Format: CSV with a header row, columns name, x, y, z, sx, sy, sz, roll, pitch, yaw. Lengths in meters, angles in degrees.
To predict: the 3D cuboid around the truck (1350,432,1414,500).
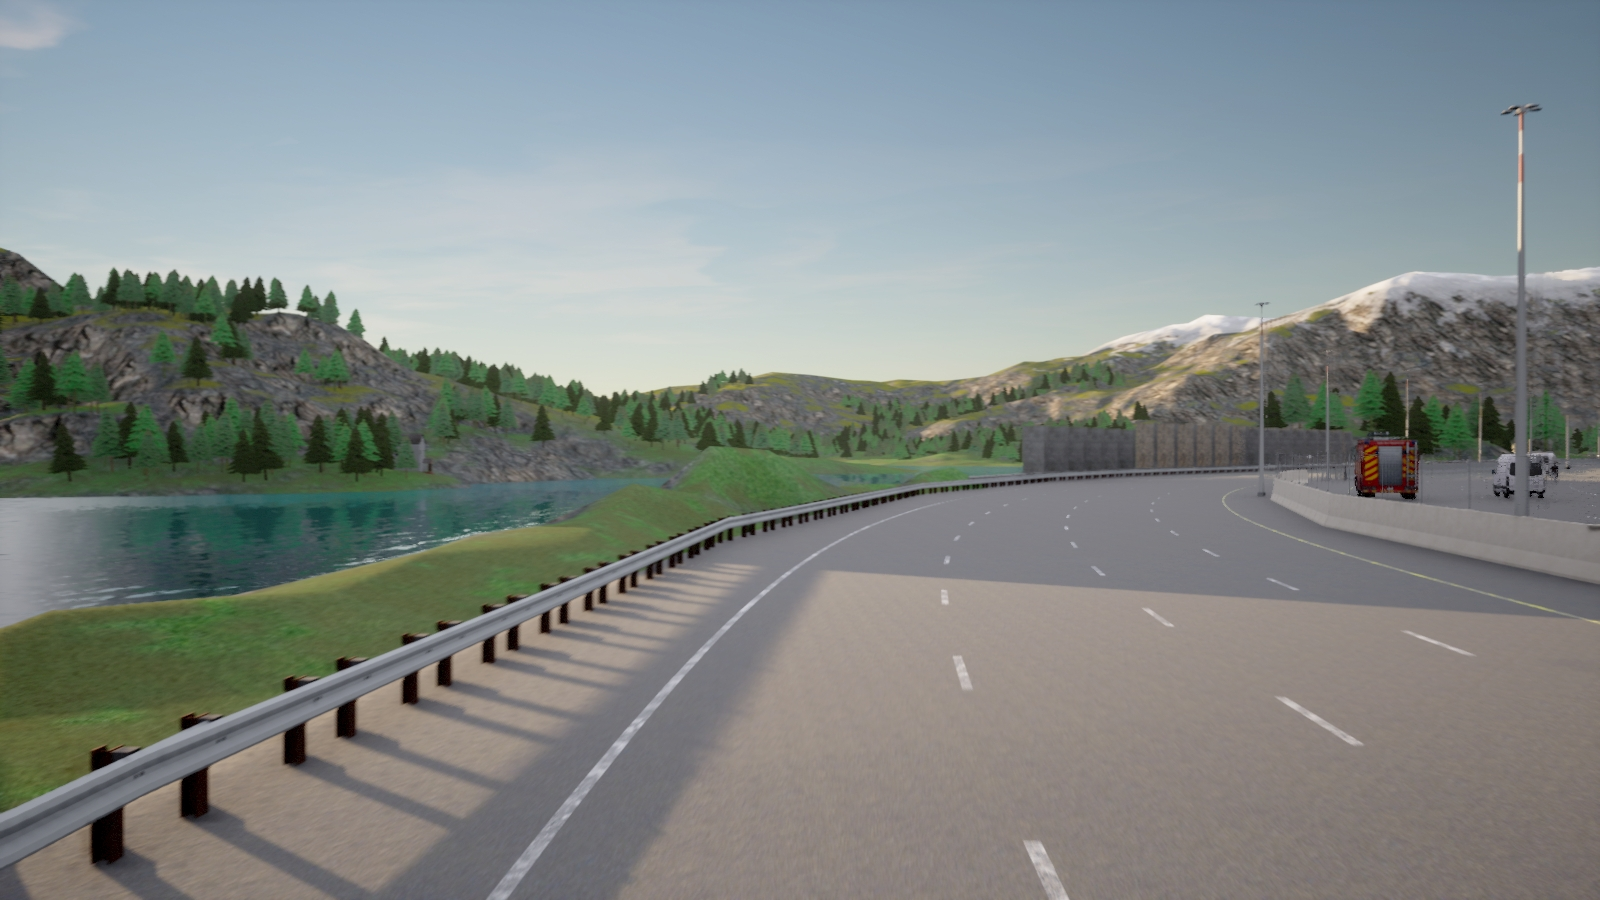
name,x,y,z,sx,sy,sz,roll,pitch,yaw
truck,34.911,0.890,68.759,2.891,3.827,8.468,0,0,23
